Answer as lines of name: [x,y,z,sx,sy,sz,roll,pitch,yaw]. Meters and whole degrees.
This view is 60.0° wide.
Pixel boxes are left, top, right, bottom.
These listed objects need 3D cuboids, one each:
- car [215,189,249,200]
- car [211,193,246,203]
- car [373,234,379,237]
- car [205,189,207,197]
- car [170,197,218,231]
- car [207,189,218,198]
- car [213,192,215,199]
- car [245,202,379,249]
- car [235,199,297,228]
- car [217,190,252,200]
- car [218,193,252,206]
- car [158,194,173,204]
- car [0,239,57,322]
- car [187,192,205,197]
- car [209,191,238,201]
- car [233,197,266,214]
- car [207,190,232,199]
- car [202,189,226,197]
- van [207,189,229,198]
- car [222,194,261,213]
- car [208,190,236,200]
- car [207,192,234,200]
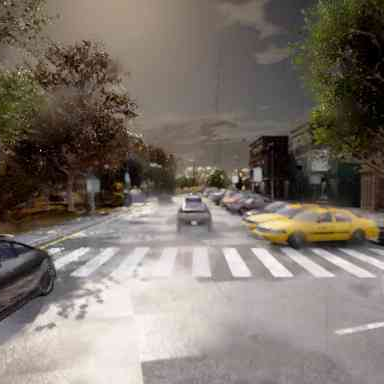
car: [5.435,0.907,37.787,4.553,1.767,2.185,1,1,-20]
car: [5.451,0.915,49.778,4.792,1.488,2.163,1,1,-20]
car: [5.489,1.472,4.826,5.366,1.575,1.946,1,0,-20]
car: [5.477,0.600,52.775,5.566,2.045,2.435,1,1,-20]
car: [0.120,1.292,18.958,2.128,1.511,4.902,0,1,0]
car: [5.430,0.706,43.759,5.566,2.045,2.435,1,1,-20]
car: [5.418,1.034,40.785,4.674,1.452,2.002,1,0,-20]
car: [5.140,1.353,13.711,5.366,1.575,1.946,1,1,-20]
car: [5.143,1.311,16.713,5.366,1.575,1.946,0,1,-20]
car: [5.418,0.945,34.786,4.553,1.767,2.185,1,1,-20]
car: [5.342,1.139,31.768,4.792,1.488,2.163,1,1,-20]
car: [-3.889,1.019,48.432,1.895,1.301,4.718,0,1,0]
car: [-4.013,1.544,5.712,1.994,1.385,4.181,0,1,0]
car: [0.183,1.032,37.202,1.882,1.535,5.008,0,1,0]
car: [5.507,0.659,58.791,4.553,1.767,2.185,1,0,-20]
car: [5.332,1.275,19.777,4.892,1.521,2.231,1,1,-20]
car: [5.625,0.566,67.808,4.553,1.767,2.185,1,1,-20]
car: [5.676,0.260,85.846,5.566,2.045,2.435,1,0,-20]
van: [5.731,0.407,73.855,4.442,1.987,1.878,1,0,-20]
car: [5.357,1.191,28.777,4.674,1.452,2.002,0,1,-20]
car: [5.526,0.627,61.792,4.553,1.767,2.185,1,0,-20]
car: [5.576,0.762,64.802,4.674,1.452,2.002,1,1,-20]
